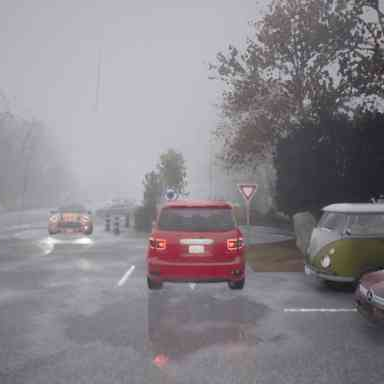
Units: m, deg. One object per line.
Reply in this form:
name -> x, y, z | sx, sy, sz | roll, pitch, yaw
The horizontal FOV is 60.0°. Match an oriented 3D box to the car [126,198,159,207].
car -> -8.515, 1.798, 57.098 | 5.366, 1.575, 1.946 | 0, 1, 0

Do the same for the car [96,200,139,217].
car -> -8.348, 2.010, 37.545 | 4.792, 1.488, 2.163 | 0, 1, 0

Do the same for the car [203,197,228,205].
car -> 4.750, 1.757, 68.012 | 5.008, 1.535, 2.097 | 0, 0, 0

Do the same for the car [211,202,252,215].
car -> 4.730, 1.985, 40.322 | 4.792, 1.488, 2.163 | 0, 1, 0

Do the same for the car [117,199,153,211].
car -> -8.318, 1.878, 48.649 | 4.892, 1.521, 2.231 | 0, 1, 0

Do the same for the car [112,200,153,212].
car -> -8.138, 1.900, 45.873 | 5.366, 1.575, 1.946 | 0, 1, 0

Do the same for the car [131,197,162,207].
car -> -8.145, 1.779, 59.751 | 5.366, 1.575, 1.946 | 0, 0, 0

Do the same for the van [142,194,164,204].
van -> -8.220, 1.529, 70.848 | 4.442, 1.987, 1.878 | 0, 0, 0

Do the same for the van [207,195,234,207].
van -> 4.867, 1.576, 57.062 | 4.442, 1.987, 1.878 | 0, 0, 0

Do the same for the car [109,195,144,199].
car -> -8.293, 1.678, 43.094 | 5.566, 2.045, 2.435 | 0, 1, 0

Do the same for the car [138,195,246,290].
car -> 0.080, 1.216, 9.192 | 2.150, 2.045, 5.566 | 0, 0, 0

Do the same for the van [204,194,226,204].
van -> 4.860, 1.529, 70.782 | 4.442, 1.987, 1.878 | 0, 0, 0

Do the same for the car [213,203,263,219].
car -> 4.757, 2.006, 34.905 | 5.008, 1.535, 2.097 | 0, 1, 0

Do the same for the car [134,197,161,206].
car -> -8.338, 1.769, 62.518 | 4.892, 1.521, 2.231 | 0, 0, 0

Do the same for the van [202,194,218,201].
van -> 4.849, 1.518, 90.299 | 4.442, 1.987, 1.878 | 0, 0, 0

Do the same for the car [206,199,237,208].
car -> 4.724, 1.856, 54.170 | 4.792, 1.488, 2.163 | 0, 1, 0

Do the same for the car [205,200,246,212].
car -> 4.571, 1.901, 45.861 | 5.366, 1.575, 1.946 | 0, 1, 0

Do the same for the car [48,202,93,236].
car -> -6.939, 1.469, 19.129 | 2.097, 1.767, 4.553 | 2, -2, -18

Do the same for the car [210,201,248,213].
car -> 4.755, 1.970, 43.092 | 4.674, 1.452, 2.002 | 0, 1, 0

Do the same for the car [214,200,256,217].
car -> 4.792, 1.854, 37.675 | 4.553, 1.767, 2.185 | 0, 1, 0

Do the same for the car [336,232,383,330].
car -> 5.043, 1.517, 5.136 | 4.674, 1.452, 2.002 | 0, 0, 0

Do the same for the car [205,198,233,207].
car -> 4.778, 1.812, 59.835 | 4.792, 1.488, 2.163 | 0, 0, 0

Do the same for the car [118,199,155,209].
car -> -8.512, 1.848, 51.425 | 5.366, 1.575, 1.946 | 0, 1, 0
